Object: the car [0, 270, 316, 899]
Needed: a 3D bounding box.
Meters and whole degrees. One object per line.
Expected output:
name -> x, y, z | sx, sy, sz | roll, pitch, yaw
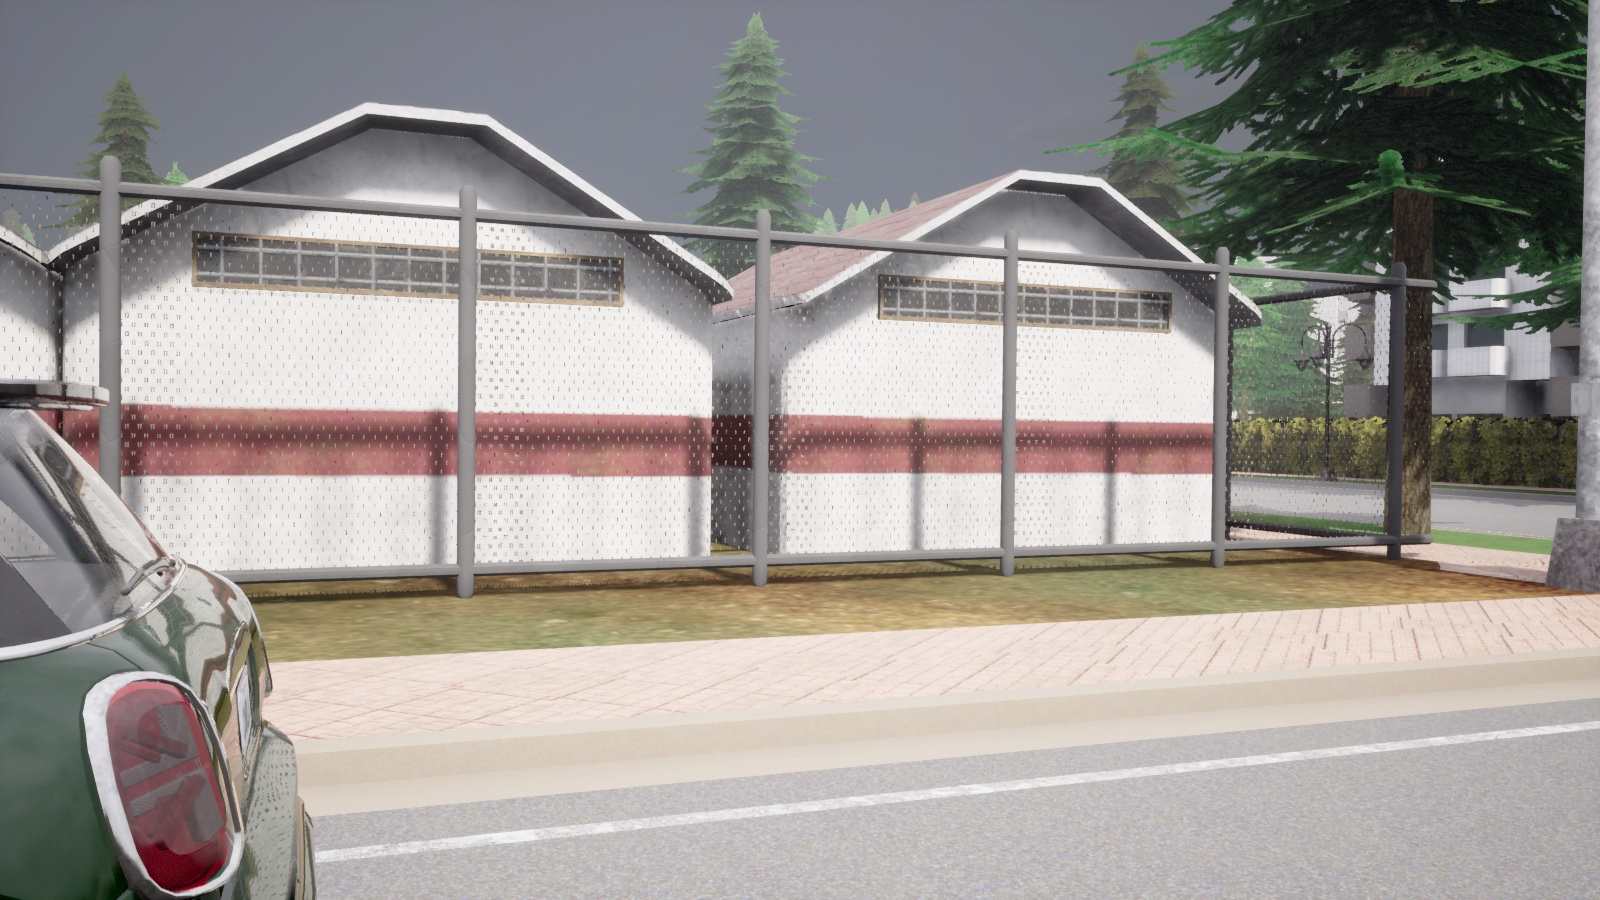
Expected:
car -> -3.231, 0.659, 2.011 | 4.553, 1.767, 2.097 | -1, 1, -21
